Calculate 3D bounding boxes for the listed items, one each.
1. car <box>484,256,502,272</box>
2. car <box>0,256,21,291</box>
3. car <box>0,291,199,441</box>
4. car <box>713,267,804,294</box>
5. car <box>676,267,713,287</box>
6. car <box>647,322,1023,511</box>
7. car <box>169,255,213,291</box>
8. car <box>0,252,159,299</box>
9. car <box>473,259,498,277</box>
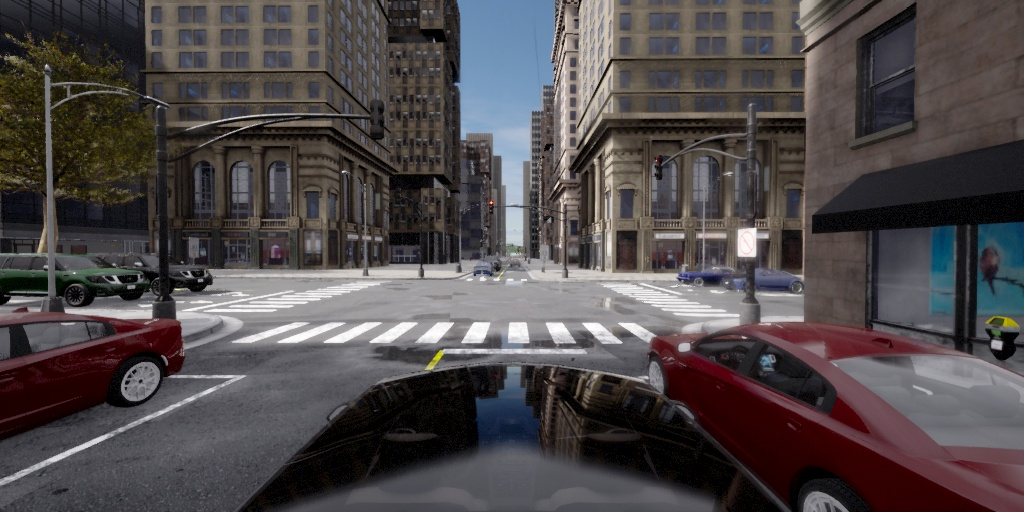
[{"bbox_3d":[-2.699,0.962,46.433,2.150,2.045,5.566,0,0,1],"label":"car"},{"bbox_3d":[-28.414,0.902,18.036,4.553,1.767,2.097,0,1,1],"label":"car"},{"bbox_3d":[-5.754,1.295,3.466,1.888,1.381,4.507,0,0,0],"label":"car"},{"bbox_3d":[14.641,1.419,21.097,4.181,1.385,1.994,0,1,0],"label":"car"},{"bbox_3d":[13.818,1.402,24.355,4.718,1.301,1.895,0,1,1],"label":"car"},{"bbox_3d":[2.771,1.294,3.396,1.888,1.381,4.507,0,0,0],"label":"car"},{"bbox_3d":[-18.327,0.854,17.941,5.566,2.045,2.150,0,1,1],"label":"car"},{"bbox_3d":[-18.336,0.901,14.691,5.566,2.045,2.150,0,1,1],"label":"car"},{"bbox_3d":[-2.797,1.290,36.247,2.033,1.411,5.357,0,0,0],"label":"car"}]
